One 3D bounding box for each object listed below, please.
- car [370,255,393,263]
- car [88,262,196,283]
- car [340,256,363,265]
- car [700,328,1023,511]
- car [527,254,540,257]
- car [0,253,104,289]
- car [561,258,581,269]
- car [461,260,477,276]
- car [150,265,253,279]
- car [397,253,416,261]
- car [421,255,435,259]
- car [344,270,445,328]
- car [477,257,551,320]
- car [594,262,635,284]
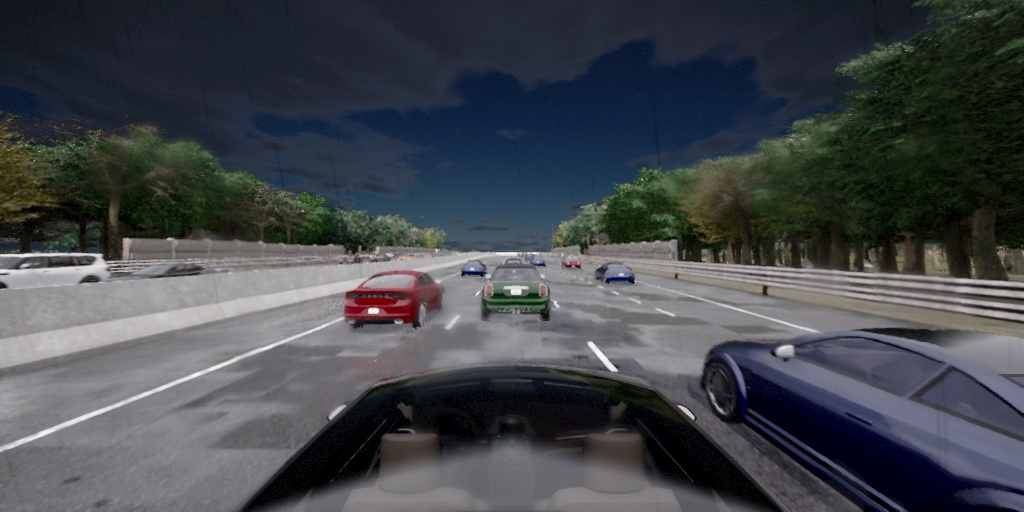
[{"bbox_3d":[-20.926,0.607,57.779,2.033,1.411,5.357,0,1,1],"label":"car"},{"bbox_3d":[-17.569,1.113,18.240,1.882,1.535,5.008,0,1,0],"label":"car"},{"bbox_3d":[-24.454,0.674,54.770,1.994,1.385,4.181,0,1,1],"label":"car"},{"bbox_3d":[3.504,1.310,3.097,1.994,1.385,4.181,0,0,0],"label":"car"},{"bbox_3d":[3.590,0.744,51.031,1.994,1.385,4.181,0,1,0],"label":"car"},{"bbox_3d":[-21.076,0.882,15.544,2.150,2.045,5.566,0,0,0],"label":"car"},{"bbox_3d":[7.174,0.891,44.064,1.895,1.301,4.718,0,1,0],"label":"car"},{"bbox_3d":[-3.345,1.033,32.095,1.994,1.385,4.181,0,1,0],"label":"car"},{"bbox_3d":[-14.073,1.246,17.342,1.895,1.301,4.718,0,1,0],"label":"car"},{"bbox_3d":[-17.439,0.379,59.609,2.097,1.767,4.553,0,1,1],"label":"car"},{"bbox_3d":[-13.942,0.555,59.530,1.812,1.442,4.674,0,1,1],"label":"car"},{"bbox_3d":[-3.383,1.175,11.245,1.882,1.535,5.008,0,0,0],"label":"car"},{"bbox_3d":[0.120,1.040,12.493,2.097,1.767,4.553,0,0,0],"label":"car"},{"bbox_3d":[7.064,1.131,25.051,1.994,1.385,4.181,0,1,1],"label":"car"}]
